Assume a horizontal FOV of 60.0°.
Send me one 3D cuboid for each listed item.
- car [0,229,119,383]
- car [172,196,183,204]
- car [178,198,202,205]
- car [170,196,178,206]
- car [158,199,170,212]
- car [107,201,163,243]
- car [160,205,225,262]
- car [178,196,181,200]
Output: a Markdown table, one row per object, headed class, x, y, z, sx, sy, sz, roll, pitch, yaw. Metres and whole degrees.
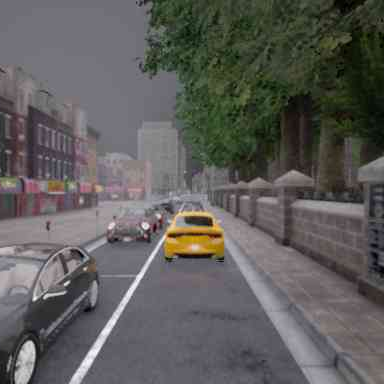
| class | x | y | z | sx | sy | sz | roll | pitch | yaw |
| --- | --- | --- | --- | --- | --- | --- | --- | --- | --- |
| car | -2.650 | 1.541 | 5.014 | 2.008 | 1.369 | 4.403 | 0 | 0 | 0 |
| car | -2.623 | 1.450 | 61.108 | 1.947 | 1.339 | 4.313 | 0 | 0 | 0 |
| car | 0.102 | 1.493 | 28.755 | 2.033 | 1.411 | 5.357 | 0 | 0 | 0 |
| car | -2.742 | 1.442 | 33.745 | 1.837 | 1.490 | 4.892 | 0 | 0 | 0 |
| car | -2.642 | 1.401 | 20.825 | 1.967 | 1.590 | 4.097 | 0 | 0 | 0 |
| car | -2.644 | 1.410 | 15.554 | 1.967 | 1.590 | 4.097 | 0 | 0 | 0 |
| car | 0.093 | 1.454 | 12.134 | 1.882 | 1.535 | 5.008 | 0 | 0 | 0 |
| car | -2.624 | 1.473 | 57.445 | 1.802 | 1.307 | 4.206 | 0 | 0 | 0 |
